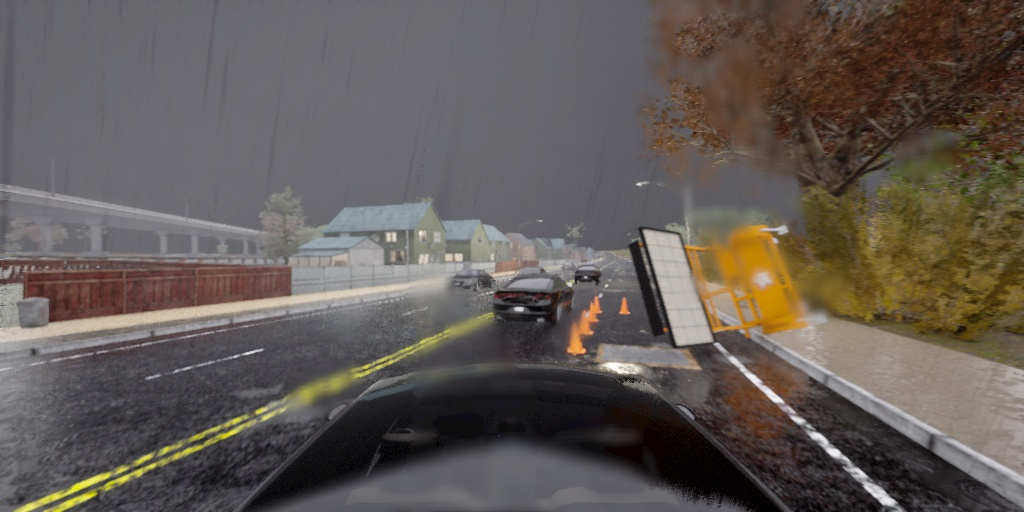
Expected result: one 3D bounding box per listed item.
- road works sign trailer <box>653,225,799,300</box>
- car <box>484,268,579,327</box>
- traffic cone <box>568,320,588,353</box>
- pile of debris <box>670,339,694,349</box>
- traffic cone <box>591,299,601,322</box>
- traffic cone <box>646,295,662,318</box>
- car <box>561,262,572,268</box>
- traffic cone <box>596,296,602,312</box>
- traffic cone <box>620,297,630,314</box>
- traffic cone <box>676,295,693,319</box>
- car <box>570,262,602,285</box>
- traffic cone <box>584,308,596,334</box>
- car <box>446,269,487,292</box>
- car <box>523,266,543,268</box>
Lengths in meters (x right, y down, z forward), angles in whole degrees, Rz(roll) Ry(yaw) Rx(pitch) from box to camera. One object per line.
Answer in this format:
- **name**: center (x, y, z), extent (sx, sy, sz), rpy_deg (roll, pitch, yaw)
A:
- **road works sign trailer**: center (5.526, -0.943, 8.755), extent (2.880, 3.560, 2.380), rpy_deg (0, 0, -20)
- **car**: center (0.932, 1.336, 12.211), extent (1.882, 1.535, 5.008), rpy_deg (-1, -1, 17)
- **traffic cone**: center (1.407, 1.763, 7.761), extent (0.340, 0.580, 0.340), rpy_deg (0, 0, 17)
- **pile of debris**: center (2.709, 1.962, 7.369), extent (1.860, 0.140, 1.500), rpy_deg (0, 0, 17)
- **traffic cone**: center (2.595, 1.798, 11.580), extent (0.340, 0.580, 0.340), rpy_deg (0, 0, 17)
- **traffic cone**: center (5.098, 1.799, 12.897), extent (0.340, 0.580, 0.340), rpy_deg (0, 0, 17)
- **car**: center (10.006, 1.840, 63.762), extent (1.812, 1.442, 4.674), rpy_deg (-1, 0, 18)
- **traffic cone**: center (3.189, 1.815, 13.490), extent (0.340, 0.580, 0.340), rpy_deg (0, 0, 17)
- **traffic cone**: center (4.143, 1.807, 13.193), extent (0.340, 0.580, 0.340), rpy_deg (0, 0, 17)
- **traffic cone**: center (6.053, 1.790, 12.599), extent (0.340, 0.580, 0.340), rpy_deg (0, 0, 17)
- **car**: center (6.290, 1.486, 29.437), extent (1.882, 1.535, 5.008), rpy_deg (-1, -1, 17)
- **traffic cone**: center (2.001, 1.781, 9.671), extent (0.340, 0.580, 0.340), rpy_deg (0, 0, 17)
- **car**: center (-2.619, 1.561, 23.346), extent (1.994, 1.385, 4.181), rpy_deg (-1, -1, 17)
- **car**: center (1.400, 1.499, 25.332), extent (1.837, 1.490, 4.892), rpy_deg (-1, -1, 17)
